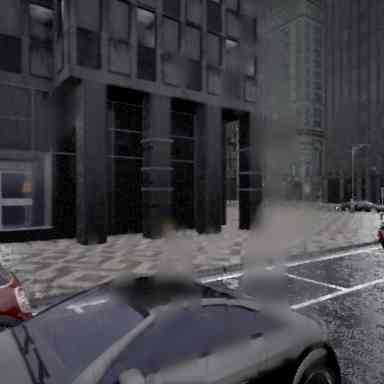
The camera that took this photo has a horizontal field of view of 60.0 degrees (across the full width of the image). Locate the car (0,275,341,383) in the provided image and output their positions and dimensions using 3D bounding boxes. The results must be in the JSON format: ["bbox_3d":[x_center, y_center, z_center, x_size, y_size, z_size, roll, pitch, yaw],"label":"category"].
[{"bbox_3d":[-0.543,1.568,2.991,4.181,1.385,1.994,0,0,-35],"label":"car"}]

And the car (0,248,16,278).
[{"bbox_3d":[-4.091,1.436,3.735,4.097,1.590,1.967,0,0,-36],"label":"car"}]

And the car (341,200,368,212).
[{"bbox_3d":[20.138,1.721,39.093,1.882,1.535,5.008,0,1,-35],"label":"car"}]

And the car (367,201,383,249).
[{"bbox_3d":[9.591,1.364,13.496,5.009,1.841,2.192,0,0,-36],"label":"car"}]
